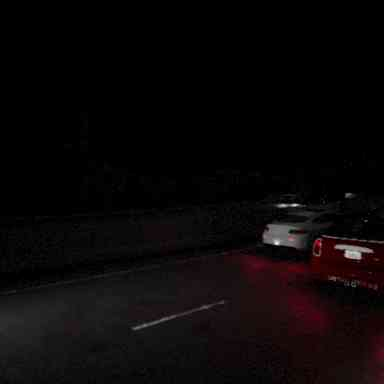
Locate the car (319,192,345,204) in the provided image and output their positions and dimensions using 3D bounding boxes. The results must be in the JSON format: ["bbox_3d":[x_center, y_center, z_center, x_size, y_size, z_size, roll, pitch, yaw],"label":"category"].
[{"bbox_3d":[16.147,1.017,37.688,1.837,1.490,4.892,0,1,31],"label":"car"}]

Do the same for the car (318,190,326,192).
[{"bbox_3d":[29.572,0.342,75.859,1.882,1.535,5.008,-1,0,7],"label":"car"}]

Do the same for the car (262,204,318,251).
[{"bbox_3d":[4.468,1.377,12.315,4.674,1.442,1.812,-1,1,-42],"label":"car"}]

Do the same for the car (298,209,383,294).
[{"bbox_3d":[4.797,1.234,7.967,4.553,1.767,2.097,-1,1,-41],"label":"car"}]

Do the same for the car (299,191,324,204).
[{"bbox_3d":[16.308,1.000,44.945,2.033,1.411,5.357,0,0,27],"label":"car"}]

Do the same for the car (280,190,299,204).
[{"bbox_3d":[14.504,0.661,49.161,2.150,2.045,5.566,0,1,25],"label":"car"}]
